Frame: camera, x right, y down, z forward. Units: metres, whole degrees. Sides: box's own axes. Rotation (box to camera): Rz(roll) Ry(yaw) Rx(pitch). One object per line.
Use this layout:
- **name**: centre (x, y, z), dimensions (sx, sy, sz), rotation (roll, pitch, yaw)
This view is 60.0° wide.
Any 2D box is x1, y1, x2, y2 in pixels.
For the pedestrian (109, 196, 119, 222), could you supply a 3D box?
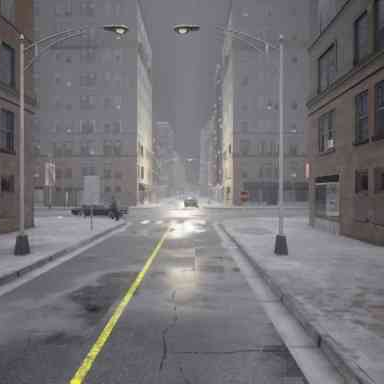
- **pedestrian**: centre (-5.441, 1.141, 23.145), dimensions (0.375, 1.860, 0.375), rotation (0, 0, 0)

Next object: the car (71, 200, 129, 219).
- **car**: centre (-7.985, 1.616, 29.082), dimensions (4.718, 1.301, 1.895), rotation (0, 0, 14)

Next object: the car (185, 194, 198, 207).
- **car**: centre (-0.103, 1.499, 50.018), dimensions (2.128, 1.511, 4.902), rotation (0, 0, -1)
